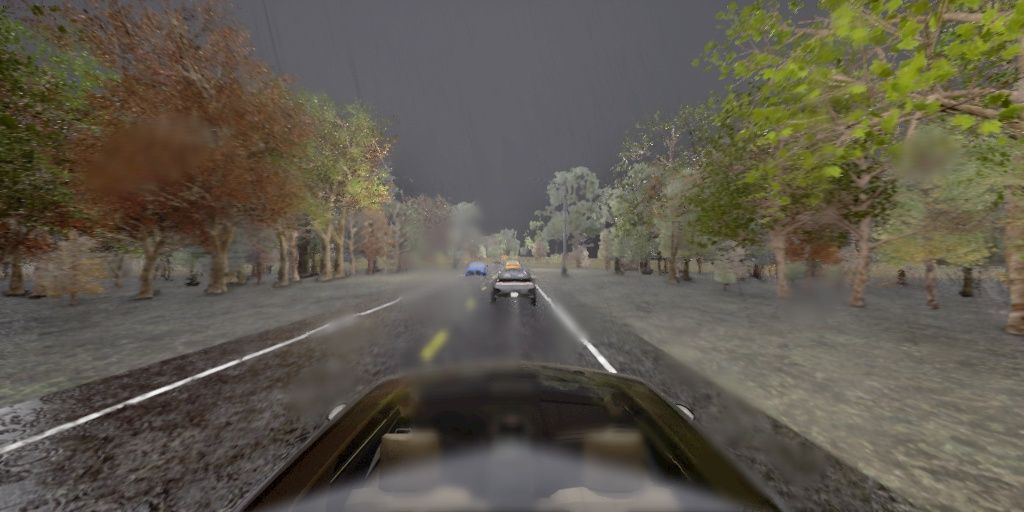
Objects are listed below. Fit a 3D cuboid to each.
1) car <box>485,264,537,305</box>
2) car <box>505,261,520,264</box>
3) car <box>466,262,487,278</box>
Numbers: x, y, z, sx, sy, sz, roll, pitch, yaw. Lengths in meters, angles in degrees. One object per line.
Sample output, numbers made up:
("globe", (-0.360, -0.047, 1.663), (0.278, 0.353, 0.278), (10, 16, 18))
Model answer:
("car", (0.098, 1.306, 16.469), (2.128, 1.511, 4.902), (0, 0, 0))
("car", (0.094, 1.439, 50.361), (1.882, 1.535, 5.008), (0, 0, 0))
("car", (-3.582, 1.381, 37.175), (1.882, 1.535, 5.008), (0, 0, 0))
